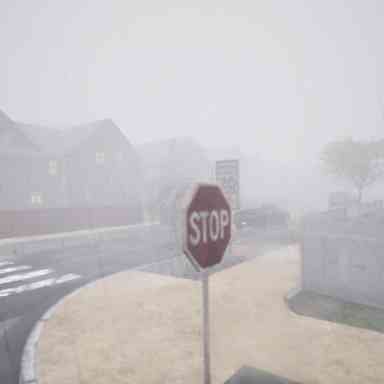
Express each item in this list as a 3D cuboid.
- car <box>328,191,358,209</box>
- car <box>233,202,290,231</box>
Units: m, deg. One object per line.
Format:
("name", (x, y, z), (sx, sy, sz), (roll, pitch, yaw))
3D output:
("car", (16.405, 0.945, 36.112), (2.150, 2.045, 5.566), (-2, -1, 36))
("car", (4.187, 1.372, 19.534), (1.837, 1.490, 4.892), (-2, -1, 36))
